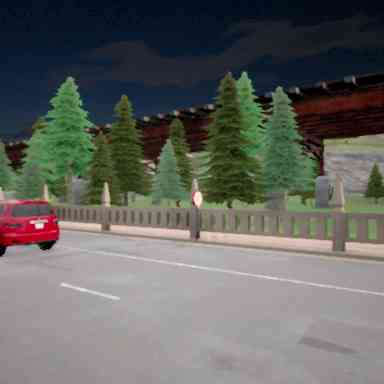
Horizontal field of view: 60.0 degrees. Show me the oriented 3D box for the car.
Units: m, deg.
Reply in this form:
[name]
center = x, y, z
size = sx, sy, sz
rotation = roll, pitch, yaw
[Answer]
[car]
center = -7.751, 1.347, 13.700
size = 5.566, 2.045, 2.150
rotation = 0, 0, 36
